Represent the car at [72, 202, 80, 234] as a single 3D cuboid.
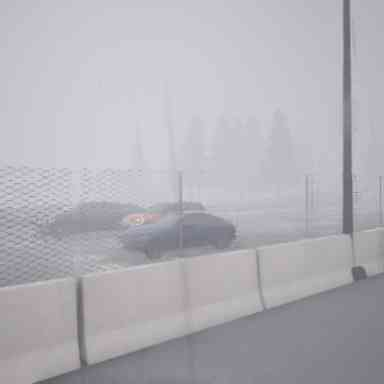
[{"bbox_3d":[-5.490,1.285,17.248,4.553,1.767,2.097,-1,0,-35],"label":"car"}]
